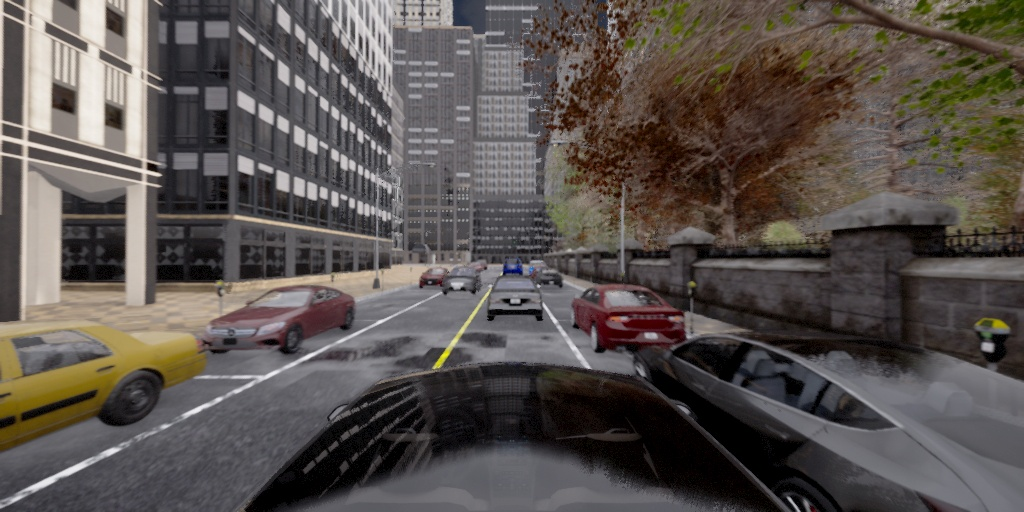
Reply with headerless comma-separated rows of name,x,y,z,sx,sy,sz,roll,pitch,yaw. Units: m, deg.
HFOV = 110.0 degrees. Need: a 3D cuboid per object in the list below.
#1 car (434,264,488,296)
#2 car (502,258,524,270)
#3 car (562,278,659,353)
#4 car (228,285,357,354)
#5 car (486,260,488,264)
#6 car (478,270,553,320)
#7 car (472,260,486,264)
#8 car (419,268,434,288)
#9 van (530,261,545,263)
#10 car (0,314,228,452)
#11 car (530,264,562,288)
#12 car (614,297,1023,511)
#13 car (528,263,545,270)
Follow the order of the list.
car,-2.816,1.402,20.922,2.128,1.511,4.902,0,-1,0
car,0.085,1.277,39.057,2.150,2.045,5.566,0,0,0
car,2.563,1.355,8.853,1.888,1.381,4.507,0,0,0
car,-5.318,1.391,8.853,1.802,1.307,4.207,0,0,0
car,-5.410,1.565,64.299,2.192,1.841,5.009,0,0,0
car,0.095,1.391,13.025,2.033,1.411,5.357,0,0,0
car,-5.336,1.606,53.212,1.967,1.591,4.097,0,0,0
car,-5.325,1.490,25.488,1.888,1.381,4.507,0,0,0
van,2.551,1.377,36.579,1.690,1.789,3.998,0,0,0
car,-5.316,1.288,3.138,1.751,1.417,4.829,0,0,0
car,2.556,1.497,25.488,2.007,1.370,4.403,0,0,0
car,2.565,1.330,3.307,1.948,1.339,4.313,0,0,0
car,2.553,1.537,31.034,1.888,1.381,4.507,0,0,0
